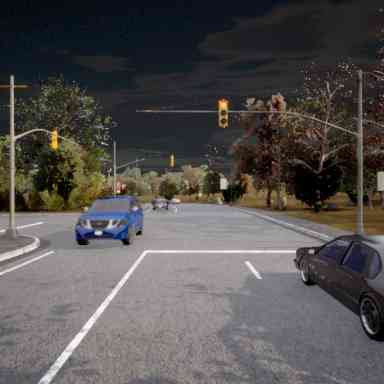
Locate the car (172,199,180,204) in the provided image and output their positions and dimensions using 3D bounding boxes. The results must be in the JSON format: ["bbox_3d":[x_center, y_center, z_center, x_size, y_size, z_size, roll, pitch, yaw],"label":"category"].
[{"bbox_3d":[-4.416,2.364,83.277,1.812,1.442,4.674,0,-1,-22],"label":"car"}]

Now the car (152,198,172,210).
[{"bbox_3d":[-3.972,1.562,42.801,2.128,1.511,4.902,0,-1,-3],"label":"car"}]

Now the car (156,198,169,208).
[{"bbox_3d":[-4.957,1.729,55.020,1.882,1.535,5.008,0,-1,-7],"label":"car"}]

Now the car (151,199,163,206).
[{"bbox_3d":[-7.281,2.130,69.210,1.994,1.385,4.181,0,-1,-13],"label":"car"}]

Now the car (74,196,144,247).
[{"bbox_3d":[-3.580,1.224,15.491,2.150,2.045,5.566,0,0,0],"label":"car"}]

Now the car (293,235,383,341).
[{"bbox_3d":[3.610,1.547,6.425,2.033,1.411,5.357,0,0,0],"label":"car"}]

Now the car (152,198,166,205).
[{"bbox_3d":[-8.285,2.353,83.477,1.882,1.535,5.008,0,-1,-25],"label":"car"}]
